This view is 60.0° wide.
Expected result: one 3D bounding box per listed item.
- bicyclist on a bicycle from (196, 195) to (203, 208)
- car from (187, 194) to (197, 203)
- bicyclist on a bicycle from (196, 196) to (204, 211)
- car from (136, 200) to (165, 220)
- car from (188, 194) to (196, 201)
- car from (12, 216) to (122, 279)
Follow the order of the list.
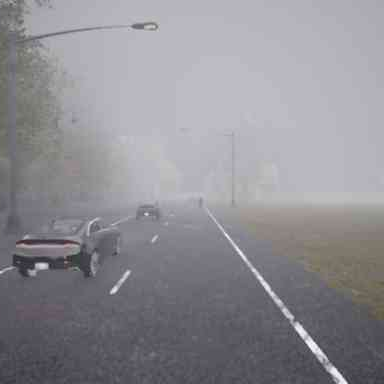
[{"bbox_3d":[0.979,1.279,45.174,0.866,1.612,1.509,0,0,0],"label":"bicyclist on a bicycle"},{"bbox_3d":[0.032,1.338,65.027,1.994,1.385,4.181,0,0,1],"label":"car"},{"bbox_3d":[0.963,1.330,35.250,0.582,1.620,1.656,0,0,0],"label":"bicyclist on a bicycle"},{"bbox_3d":[-3.402,1.409,27.356,1.837,1.490,4.892,0,0,0],"label":"car"},{"bbox_3d":[0.000,1.259,76.871,1.812,1.442,4.674,0,0,0],"label":"car"},{"bbox_3d":[-3.401,1.456,9.957,2.128,1.511,4.902,0,0,0],"label":"car"}]
